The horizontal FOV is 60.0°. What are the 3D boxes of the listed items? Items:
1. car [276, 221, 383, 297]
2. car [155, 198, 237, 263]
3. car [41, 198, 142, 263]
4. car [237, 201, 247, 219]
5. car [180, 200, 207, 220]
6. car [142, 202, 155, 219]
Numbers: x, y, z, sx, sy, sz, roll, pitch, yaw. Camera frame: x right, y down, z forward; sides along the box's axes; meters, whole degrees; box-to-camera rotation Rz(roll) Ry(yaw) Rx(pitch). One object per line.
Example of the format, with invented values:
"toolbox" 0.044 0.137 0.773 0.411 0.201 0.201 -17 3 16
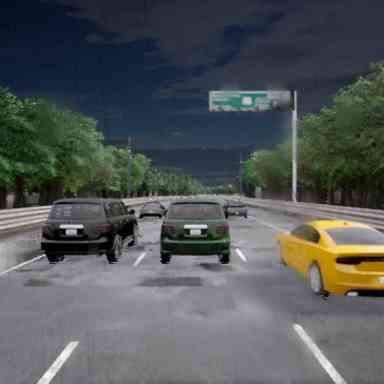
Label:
"car" 3.600 1.477 8.626 1.882 1.535 5.008 0 0 0
"car" 0.101 1.221 12.050 2.150 2.045 5.566 0 0 0
"car" -3.399 1.221 12.066 2.150 2.045 5.566 0 0 0
"car" 3.602 1.502 28.903 2.128 1.511 4.902 0 0 0
"car" 0.100 1.502 28.921 2.128 1.511 4.902 0 0 0
"car" -3.399 1.576 29.429 1.994 1.385 4.181 0 0 0
